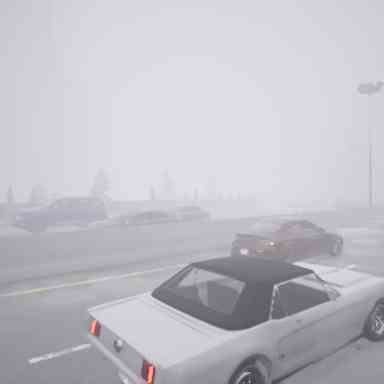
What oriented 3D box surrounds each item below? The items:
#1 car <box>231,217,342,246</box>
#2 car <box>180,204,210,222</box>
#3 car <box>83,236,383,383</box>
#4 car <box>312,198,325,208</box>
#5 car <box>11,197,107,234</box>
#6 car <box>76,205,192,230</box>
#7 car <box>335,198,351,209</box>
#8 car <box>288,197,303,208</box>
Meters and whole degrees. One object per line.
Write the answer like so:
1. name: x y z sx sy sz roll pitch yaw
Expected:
1. car: 3.271 1.562 11.166 4.674 1.442 1.812 0 0 -41
2. car: -0.852 1.599 21.876 4.892 1.490 1.837 0 0 -45
3. car: 1.070 1.616 4.776 4.718 1.301 1.895 0 0 -38
4. car: 21.436 1.845 56.424 1.837 1.490 4.892 0 0 20
5. car: -7.830 1.316 20.258 5.566 2.045 2.150 0 0 -41
6. car: -2.569 1.571 15.606 4.892 1.490 1.837 0 0 -41
7. car: 22.138 1.613 48.858 2.097 1.767 4.553 0 -1 24
8. car: 17.165 1.690 55.133 2.097 1.767 4.553 0 -1 22
